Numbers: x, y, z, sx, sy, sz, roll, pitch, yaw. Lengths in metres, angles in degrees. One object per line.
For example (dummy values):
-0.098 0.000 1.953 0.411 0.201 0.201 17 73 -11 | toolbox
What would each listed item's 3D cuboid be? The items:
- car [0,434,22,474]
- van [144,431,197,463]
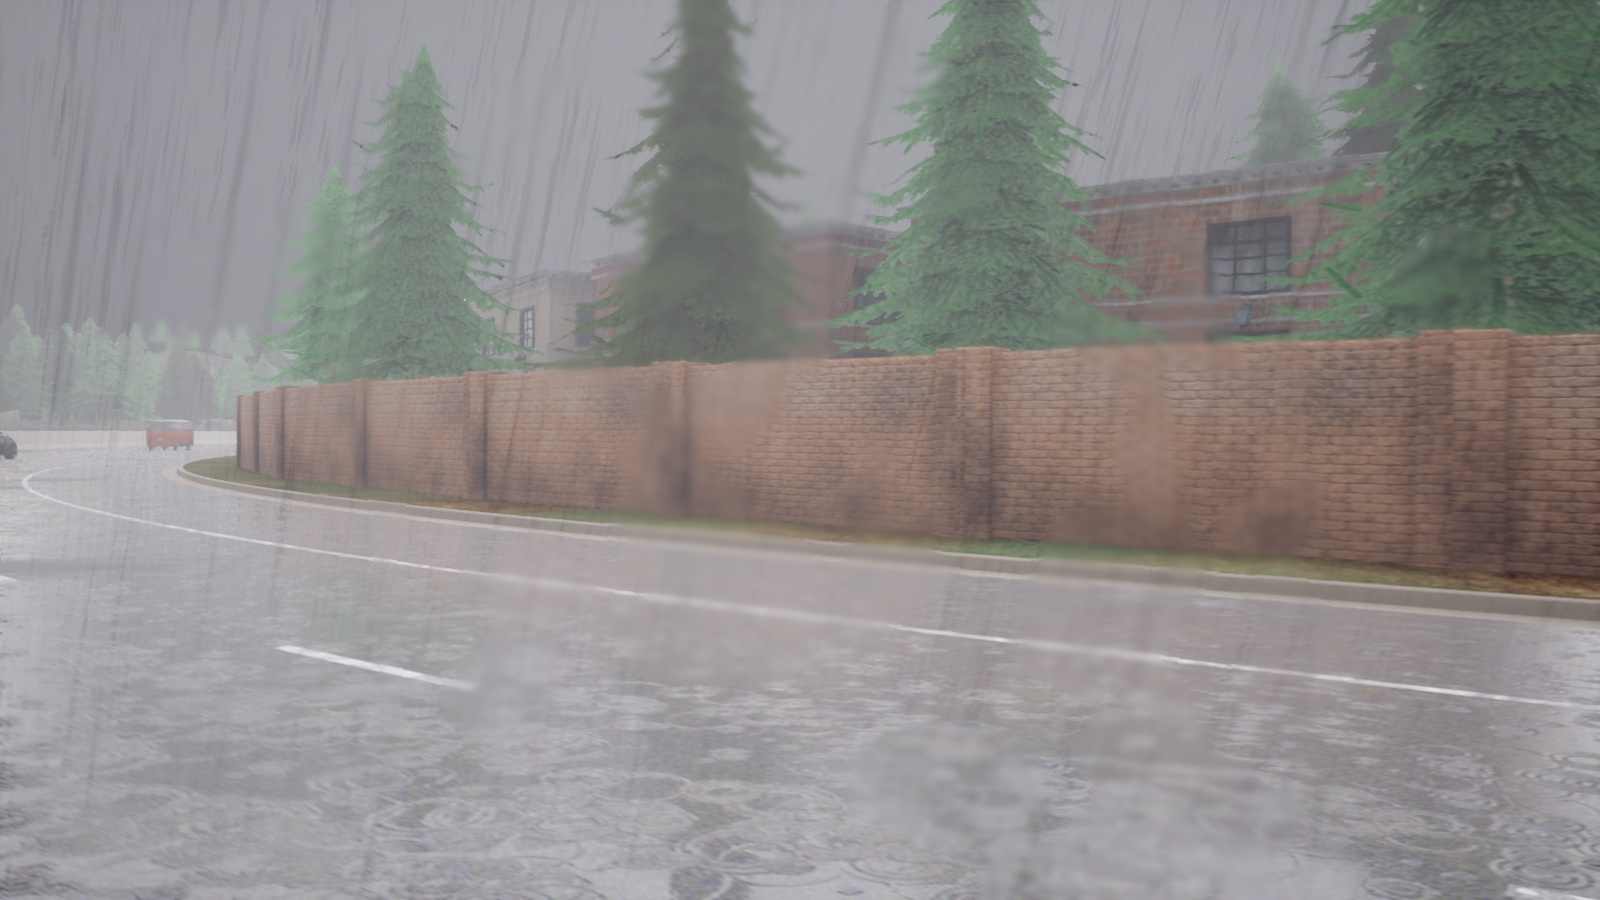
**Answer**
-35.038 0.180 53.280 2.242 1.667 4.611 -1 1 -16 | car
-40.137 -0.221 80.158 1.775 1.987 4.442 -1 1 -10 | van
